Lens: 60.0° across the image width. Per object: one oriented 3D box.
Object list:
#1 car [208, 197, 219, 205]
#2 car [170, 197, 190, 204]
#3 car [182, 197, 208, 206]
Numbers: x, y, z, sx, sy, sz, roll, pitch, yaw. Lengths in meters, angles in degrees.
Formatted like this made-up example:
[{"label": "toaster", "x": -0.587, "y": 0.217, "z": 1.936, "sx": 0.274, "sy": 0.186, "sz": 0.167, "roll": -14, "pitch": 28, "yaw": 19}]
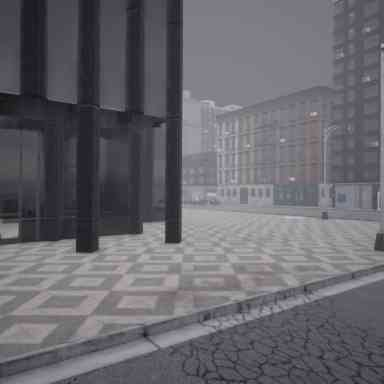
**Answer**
[{"label": "car", "x": 2.816, "y": 1.639, "z": 60.464, "sx": 1.837, "sy": 1.490, "sz": 4.892, "roll": 1, "pitch": 0, "yaw": -35}, {"label": "car", "x": -2.490, "y": 1.712, "z": 67.928, "sx": 1.994, "sy": 1.385, "sz": 4.181, "roll": 1, "pitch": 0, "yaw": -35}, {"label": "car", "x": 0.258, "y": 1.633, "z": 58.506, "sx": 1.812, "sy": 1.442, "sz": 4.674, "roll": 1, "pitch": 0, "yaw": -35}]
